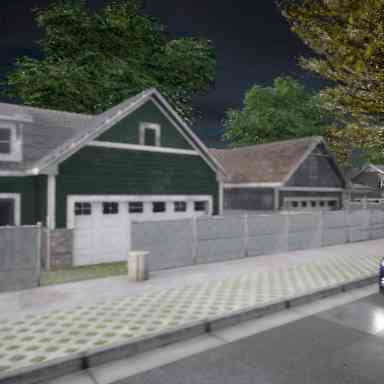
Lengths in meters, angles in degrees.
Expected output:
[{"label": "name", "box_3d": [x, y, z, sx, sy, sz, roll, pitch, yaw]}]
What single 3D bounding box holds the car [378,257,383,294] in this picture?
[{"label": "car", "box_3d": [6.176, 1.444, 7.472, 4.553, 1.767, 2.097, 1, 0, -35]}]
